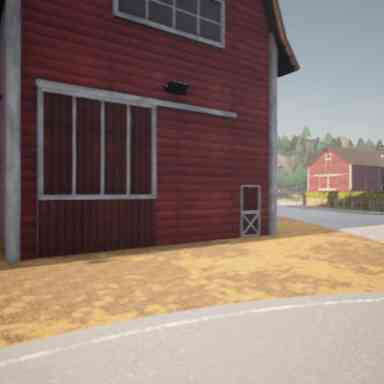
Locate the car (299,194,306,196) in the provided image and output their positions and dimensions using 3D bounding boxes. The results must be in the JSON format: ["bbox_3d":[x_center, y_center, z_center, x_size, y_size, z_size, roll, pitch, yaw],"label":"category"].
[{"bbox_3d":[29.550,1.234,87.196,4.193,1.474,1.816,0,-6,-35],"label":"car"}]
